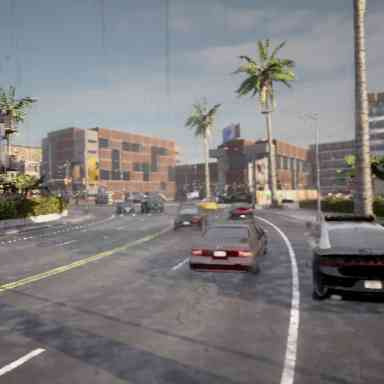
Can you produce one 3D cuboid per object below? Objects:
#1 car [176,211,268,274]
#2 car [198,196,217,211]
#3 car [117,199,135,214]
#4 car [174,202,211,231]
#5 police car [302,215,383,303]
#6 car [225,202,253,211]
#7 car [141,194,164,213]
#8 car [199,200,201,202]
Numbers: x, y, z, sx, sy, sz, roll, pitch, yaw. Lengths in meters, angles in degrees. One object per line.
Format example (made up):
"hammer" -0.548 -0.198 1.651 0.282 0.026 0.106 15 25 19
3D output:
"car" 1.368 1.585 10.712 2.033 1.411 5.357 -1 0 15
"car" 1.629 1.712 44.607 1.801 1.575 5.366 -1 0 -17
"car" -8.492 1.985 42.364 2.128 1.511 4.902 -1 -1 -18
"car" -0.014 1.671 21.889 1.812 1.442 4.674 -1 0 8
"police car" 3.842 1.383 8.192 1.930 1.638 5.238 -2 0 17
"car" 3.909 1.590 27.353 1.837 1.490 4.892 -1 0 3
"car" -5.331 1.651 43.984 2.150 2.045 5.566 -1 -1 -19
"car" -0.625 1.844 39.913 1.994 1.385 4.181 -1 0 -12
